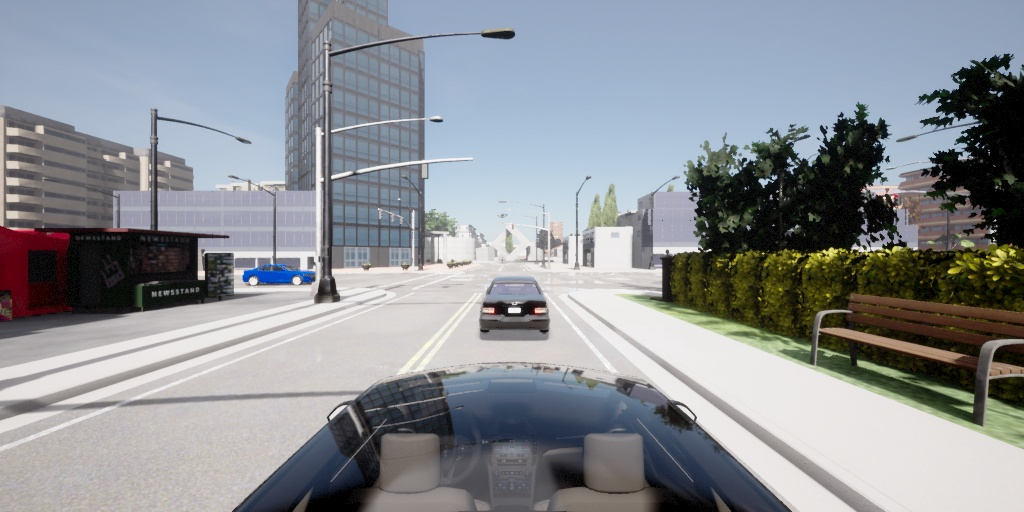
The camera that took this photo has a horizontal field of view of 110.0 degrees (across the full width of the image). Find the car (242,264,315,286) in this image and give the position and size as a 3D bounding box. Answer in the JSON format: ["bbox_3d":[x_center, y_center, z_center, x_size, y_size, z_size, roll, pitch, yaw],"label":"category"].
[{"bbox_3d":[-16.776,1.336,26.166,5.008,1.535,1.882,-1,0,0],"label":"car"}]

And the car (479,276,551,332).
[{"bbox_3d":[0.070,1.297,10.756,2.033,1.411,5.357,0,0,0],"label":"car"}]
